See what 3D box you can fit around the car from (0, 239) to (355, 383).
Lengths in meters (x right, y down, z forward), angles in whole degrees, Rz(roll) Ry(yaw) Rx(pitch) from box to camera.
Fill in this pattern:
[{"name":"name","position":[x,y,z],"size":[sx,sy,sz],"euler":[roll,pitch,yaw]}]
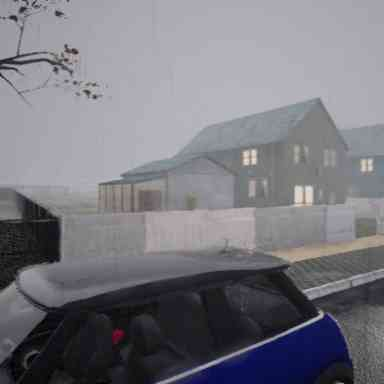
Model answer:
[{"name":"car","position":[-0.811,1.353,2.487],"size":[4.553,1.767,2.097],"euler":[0,0,-35]}]
